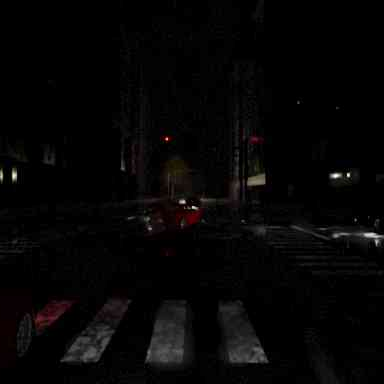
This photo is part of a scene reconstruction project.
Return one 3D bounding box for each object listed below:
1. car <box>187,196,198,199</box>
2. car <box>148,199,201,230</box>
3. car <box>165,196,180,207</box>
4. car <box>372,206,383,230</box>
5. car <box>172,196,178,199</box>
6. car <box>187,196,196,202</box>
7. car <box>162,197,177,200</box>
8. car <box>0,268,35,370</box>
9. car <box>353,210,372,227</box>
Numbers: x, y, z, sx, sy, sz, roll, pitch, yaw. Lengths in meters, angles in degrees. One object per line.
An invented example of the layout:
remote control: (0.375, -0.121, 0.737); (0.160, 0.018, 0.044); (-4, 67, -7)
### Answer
car: (0.044, 1.337, 45.183); (2.097, 1.767, 4.553); (0, 0, 0)
car: (-0.916, 1.470, 21.224); (1.882, 1.535, 5.008); (1, 0, 21)
car: (-3.068, 1.474, 53.433); (2.128, 1.511, 4.902); (0, 0, 0)
car: (12.166, 1.568, 17.374); (4.181, 1.385, 1.994); (0, 0, 0)
car: (-3.108, 1.463, 43.271); (1.882, 1.535, 5.008); (0, 0, 0)
car: (-0.098, 1.575, 73.469); (1.895, 1.301, 4.718); (0, 0, 0)
car: (-3.094, 1.536, 33.467); (2.033, 1.411, 5.357); (0, 0, 4)
car: (-2.988, 1.524, 3.063); (1.812, 1.442, 4.674); (1, 0, -6)
car: (12.602, 1.489, 20.624); (4.902, 1.511, 2.128); (0, 0, 0)
